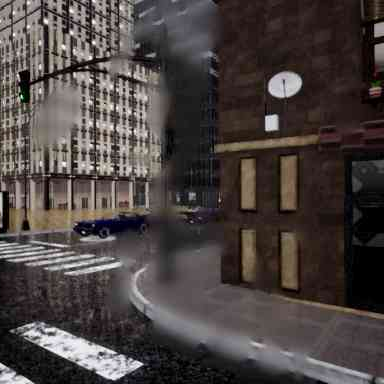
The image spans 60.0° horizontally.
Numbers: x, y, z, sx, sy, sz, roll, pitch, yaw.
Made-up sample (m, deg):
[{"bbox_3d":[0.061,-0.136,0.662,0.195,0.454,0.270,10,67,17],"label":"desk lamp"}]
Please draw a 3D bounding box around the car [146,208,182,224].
[{"bbox_3d":[-3.134,1.894,25.600,2.008,1.369,4.403,-2,-2,35],"label":"car"}]

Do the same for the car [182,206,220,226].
[{"bbox_3d":[1.541,1.930,27.508,2.033,1.411,5.357,-1,-1,35],"label":"car"}]

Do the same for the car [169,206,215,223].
[{"bbox_3d":[0.059,1.975,30.163,2.008,1.369,4.403,-2,-2,35],"label":"car"}]

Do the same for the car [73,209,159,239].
[{"bbox_3d":[-4.364,1.835,19.155,1.895,1.301,4.718,-1,-1,36],"label":"car"}]
